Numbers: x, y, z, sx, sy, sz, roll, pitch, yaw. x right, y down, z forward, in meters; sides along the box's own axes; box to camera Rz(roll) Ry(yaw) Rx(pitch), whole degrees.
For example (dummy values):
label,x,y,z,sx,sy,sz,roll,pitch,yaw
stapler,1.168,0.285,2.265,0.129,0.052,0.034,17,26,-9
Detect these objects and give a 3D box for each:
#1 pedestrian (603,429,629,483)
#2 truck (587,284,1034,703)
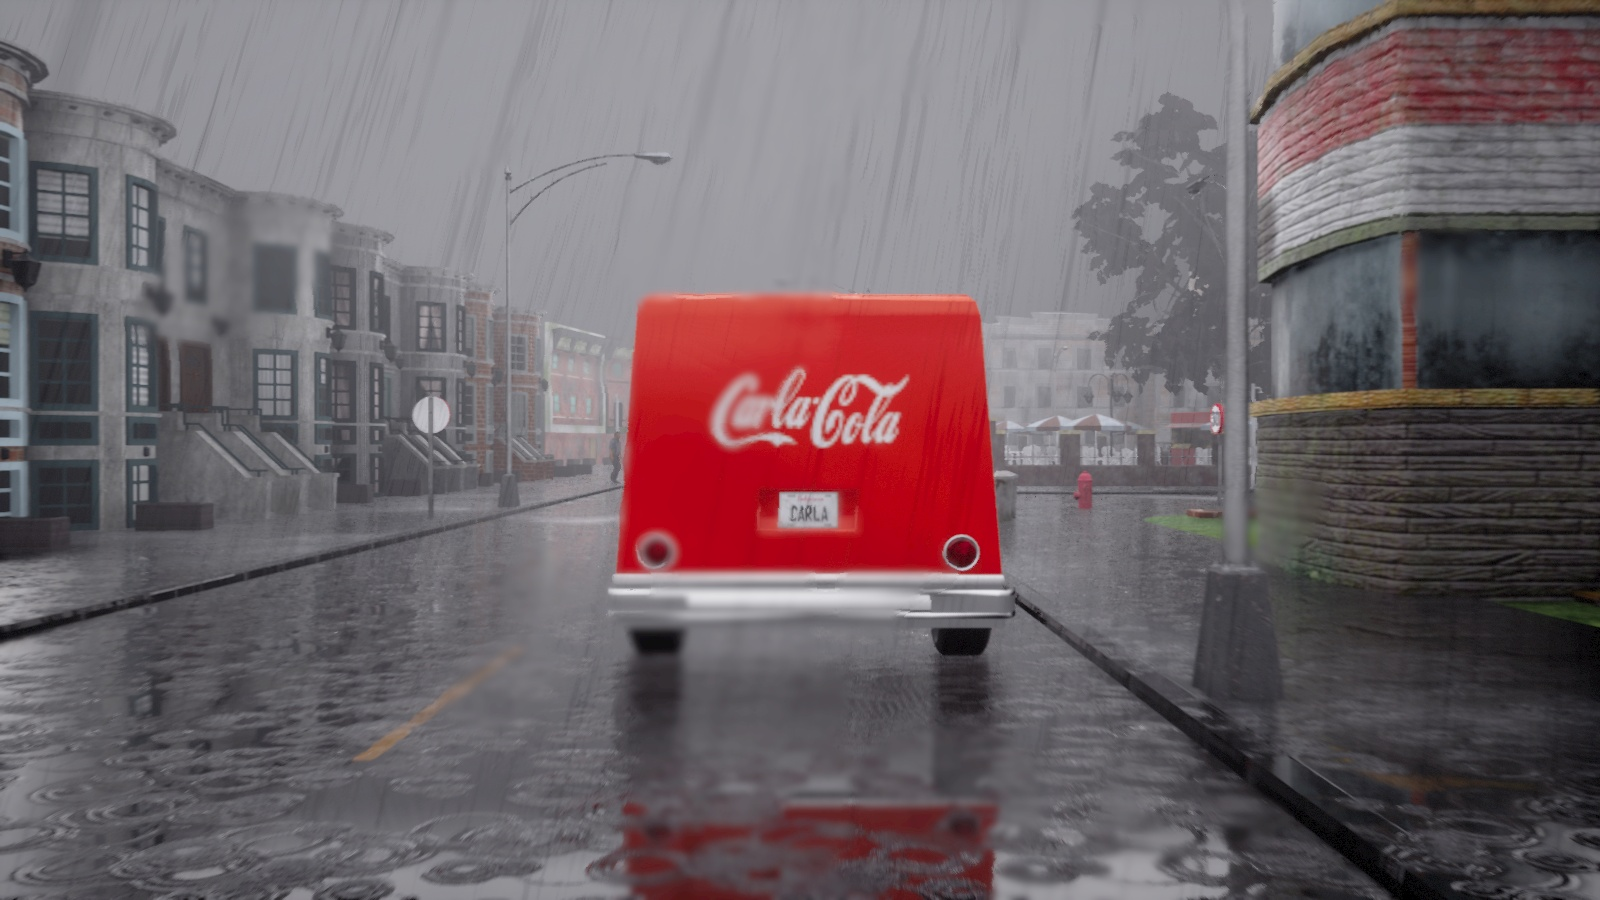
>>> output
label,x,y,z,sx,sy,sz,roll,pitch,yaw
pedestrian,-6.295,0.207,42.953,0.694,1.848,0.540,0,0,28
truck,0.073,0.213,10.001,2.627,2.467,5.204,0,1,0
